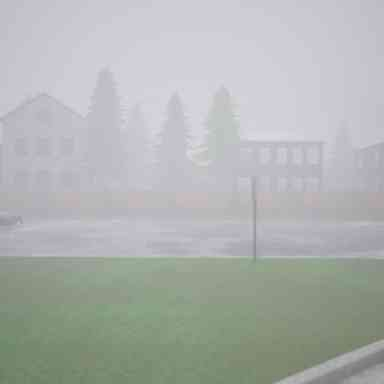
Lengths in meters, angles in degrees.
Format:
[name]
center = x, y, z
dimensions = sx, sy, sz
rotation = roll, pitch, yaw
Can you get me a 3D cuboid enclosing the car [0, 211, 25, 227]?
[car]
center = -13.355, 1.508, 20.502
dimensions = 5.357, 1.411, 2.033
rotation = 0, 0, -1
